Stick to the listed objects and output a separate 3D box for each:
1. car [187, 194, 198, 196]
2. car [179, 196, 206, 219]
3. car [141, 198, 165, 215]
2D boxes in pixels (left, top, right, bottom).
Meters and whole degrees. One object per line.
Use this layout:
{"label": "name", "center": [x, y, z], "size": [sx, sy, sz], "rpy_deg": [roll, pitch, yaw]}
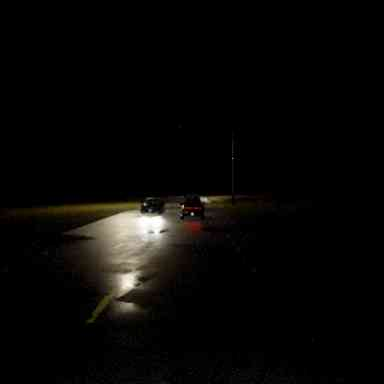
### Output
{"label": "car", "center": [0.059, 1.001, 43.508], "size": [2.097, 1.767, 4.553], "rpy_deg": [0, 1, 0]}
{"label": "car", "center": [0.045, 1.343, 27.149], "size": [1.837, 1.490, 4.892], "rpy_deg": [0, 1, 0]}
{"label": "car", "center": [-3.569, 1.288, 30.945], "size": [2.128, 1.511, 4.902], "rpy_deg": [0, 1, 0]}
